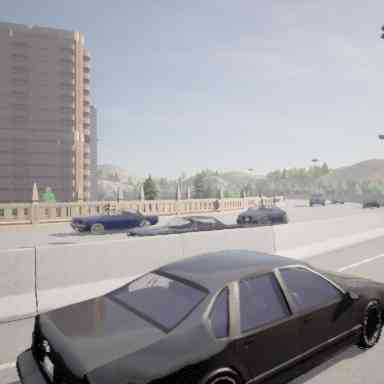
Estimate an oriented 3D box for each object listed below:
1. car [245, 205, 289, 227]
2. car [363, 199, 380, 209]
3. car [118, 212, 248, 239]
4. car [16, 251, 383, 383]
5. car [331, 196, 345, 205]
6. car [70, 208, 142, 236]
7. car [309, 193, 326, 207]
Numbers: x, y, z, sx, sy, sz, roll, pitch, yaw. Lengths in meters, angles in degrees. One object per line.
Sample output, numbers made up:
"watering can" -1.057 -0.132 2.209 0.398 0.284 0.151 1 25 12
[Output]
"car" 4.851 1.564 22.598 1.994 1.385 4.181 0 0 43
"car" 24.310 1.600 45.136 1.895 1.301 4.718 0 0 25
"car" -0.205 1.601 12.940 4.718 1.301 1.895 0 0 -41
"car" 0.734 1.547 4.443 5.357 1.411 2.033 0 0 -38
"car" 25.741 1.490 58.617 2.128 1.511 4.902 0 0 17
"car" -4.262 1.601 18.652 4.718 1.301 1.895 0 0 -41
"car" 19.369 1.219 51.236 2.150 2.045 5.566 0 0 22
